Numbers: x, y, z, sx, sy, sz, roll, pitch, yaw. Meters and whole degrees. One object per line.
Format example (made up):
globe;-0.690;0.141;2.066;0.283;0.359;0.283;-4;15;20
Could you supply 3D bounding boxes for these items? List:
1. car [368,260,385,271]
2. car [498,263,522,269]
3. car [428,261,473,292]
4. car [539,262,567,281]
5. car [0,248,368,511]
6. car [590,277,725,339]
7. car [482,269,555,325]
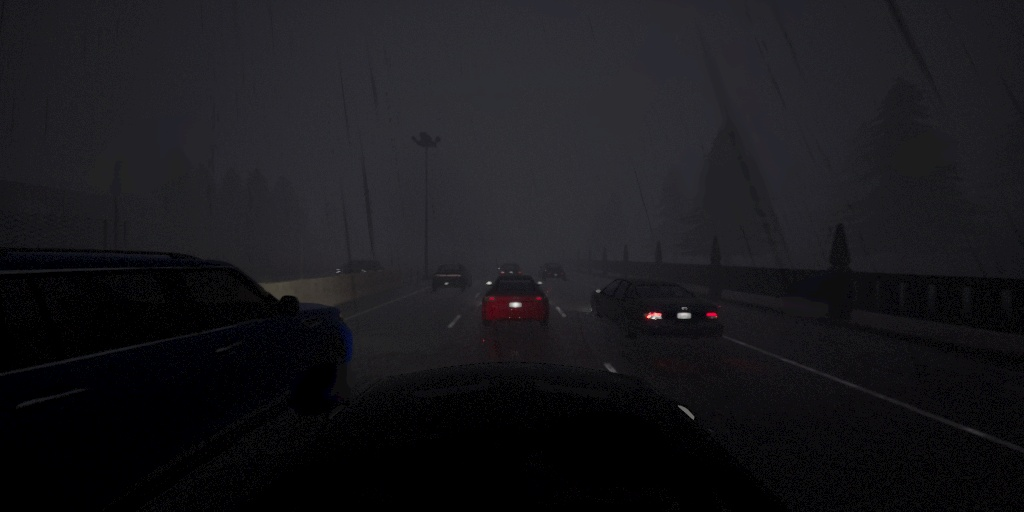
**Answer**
car;-10.730;1.091;25.631;2.097;1.767;4.553;0;0;-1
car;-0.142;1.285;29.709;2.033;1.411;5.357;0;0;-2
car;-3.462;1.233;21.222;2.128;1.511;4.902;0;0;-1
car;3.347;1.263;30.223;1.812;1.442;4.674;0;0;-1
car;-3.400;0.971;2.890;2.150;2.045;5.566;0;0;0
car;3.597;1.294;10.005;2.033;1.411;5.357;0;0;0
car;0.096;1.310;11.851;1.994;1.385;4.181;0;0;0
